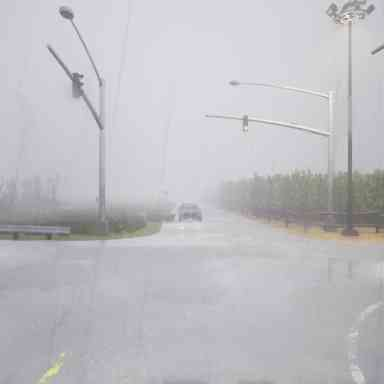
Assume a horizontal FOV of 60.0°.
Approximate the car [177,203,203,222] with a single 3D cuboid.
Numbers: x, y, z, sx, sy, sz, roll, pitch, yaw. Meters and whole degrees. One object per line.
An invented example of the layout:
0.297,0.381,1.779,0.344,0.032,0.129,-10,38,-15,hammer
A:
-0.231,1.576,26.885,2.033,1.411,5.357,0,0,-3,car
